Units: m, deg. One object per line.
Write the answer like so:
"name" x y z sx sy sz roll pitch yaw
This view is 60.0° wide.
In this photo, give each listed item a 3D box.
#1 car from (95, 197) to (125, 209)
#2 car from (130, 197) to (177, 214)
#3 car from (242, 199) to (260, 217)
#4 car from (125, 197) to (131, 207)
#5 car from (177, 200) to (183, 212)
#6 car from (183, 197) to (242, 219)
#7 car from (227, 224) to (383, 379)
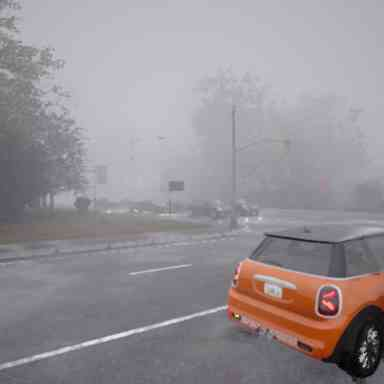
"car" -11.396 1.467 45.049 1.882 1.535 5.008 0 0 -38
"car" -4.250 1.533 36.092 2.033 1.411 5.357 0 0 -39
"car" 4.139 1.330 31.201 2.097 1.767 4.553 0 0 -39
"car" -8.446 1.462 46.961 1.882 1.535 5.008 0 0 -39
"car" -1.472 1.582 38.223 1.895 1.301 4.718 0 0 -39
"car" 1.666 1.335 28.691 2.097 1.767 4.553 0 0 -39
"car" 2.830 1.348 5.747 4.553 1.767 2.097 0 0 -35
